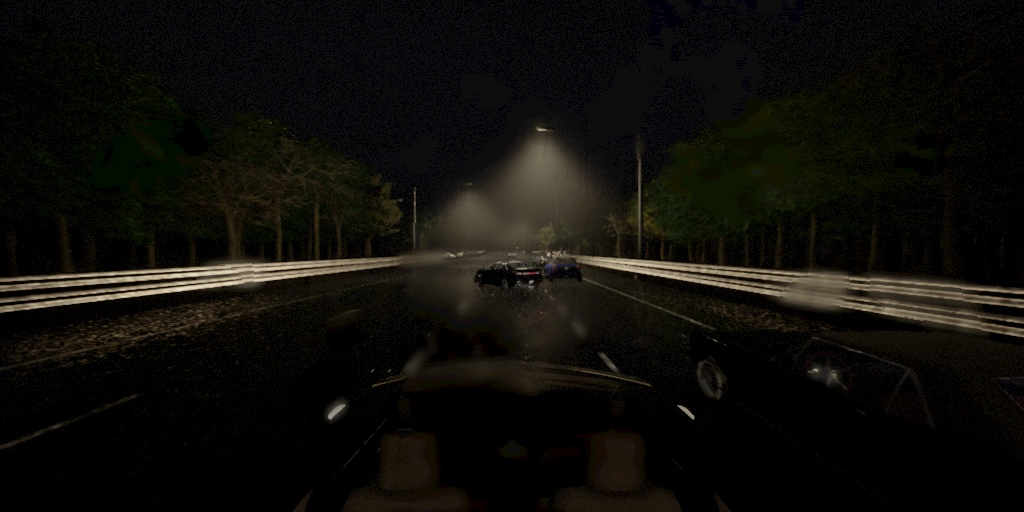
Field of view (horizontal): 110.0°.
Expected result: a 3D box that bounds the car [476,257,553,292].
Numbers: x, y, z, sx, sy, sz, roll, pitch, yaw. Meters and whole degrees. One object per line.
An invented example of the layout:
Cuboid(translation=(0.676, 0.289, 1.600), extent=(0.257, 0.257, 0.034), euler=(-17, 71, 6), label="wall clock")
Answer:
Cuboid(translation=(-0.297, 1.007, 19.165), extent=(2.128, 1.511, 4.902), euler=(-1, 1, -31), label="car")

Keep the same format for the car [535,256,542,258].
Cuboid(translation=(3.508, 0.771, 36.182), extent=(2.128, 1.511, 4.902), euler=(0, 1, 0), label="car")

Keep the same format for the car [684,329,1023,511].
Cuboid(translation=(3.501, 1.331, 3.218), extent=(1.895, 1.301, 4.718), euler=(0, 1, 0), label="car")

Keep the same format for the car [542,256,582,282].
Cuboid(translation=(3.506, 0.785, 25.152), extent=(2.097, 1.767, 4.553), euler=(0, 1, 0), label="car")
